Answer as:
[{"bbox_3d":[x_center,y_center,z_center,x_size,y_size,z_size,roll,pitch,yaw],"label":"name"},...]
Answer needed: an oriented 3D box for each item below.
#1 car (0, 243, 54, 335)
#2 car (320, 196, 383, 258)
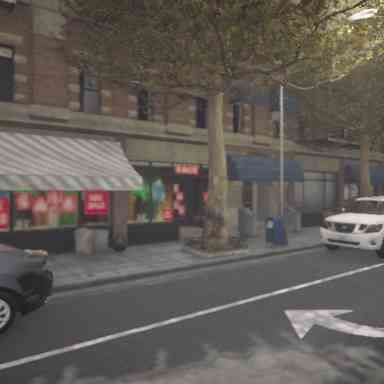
[{"bbox_3d":[-4.706,1.485,4.977,4.892,1.521,2.231,0,0,-36],"label":"car"},{"bbox_3d":[7.326,1.186,12.847,5.566,2.045,2.435,0,0,-36],"label":"car"}]
